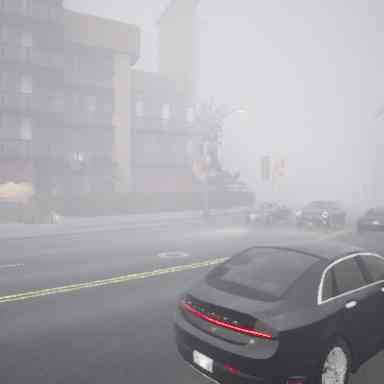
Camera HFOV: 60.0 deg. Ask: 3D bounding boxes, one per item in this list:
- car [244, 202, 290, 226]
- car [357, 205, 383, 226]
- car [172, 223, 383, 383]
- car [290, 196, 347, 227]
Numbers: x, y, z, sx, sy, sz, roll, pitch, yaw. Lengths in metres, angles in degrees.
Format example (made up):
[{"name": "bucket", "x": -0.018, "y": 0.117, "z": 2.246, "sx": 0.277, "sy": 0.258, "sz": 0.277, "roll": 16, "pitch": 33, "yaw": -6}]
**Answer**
[{"name": "car", "x": 5.507, "y": 1.478, "z": 23.531, "sx": 2.128, "sy": 1.511, "sz": 4.902, "roll": 0, "pitch": 0, "yaw": 39}, {"name": "car", "x": 10.720, "y": 1.557, "z": 18.730, "sx": 1.994, "sy": 1.385, "sz": 4.181, "roll": 0, "pitch": 0, "yaw": 38}, {"name": "car", "x": 1.965, "y": 1.504, "z": 5.047, "sx": 4.892, "sy": 1.490, "sz": 1.837, "roll": -1, "pitch": 0, "yaw": -40}, {"name": "car", "x": 8.449, "y": 1.341, "z": 21.620, "sx": 2.097, "sy": 1.767, "sz": 4.553, "roll": 0, "pitch": 0, "yaw": 39}]
